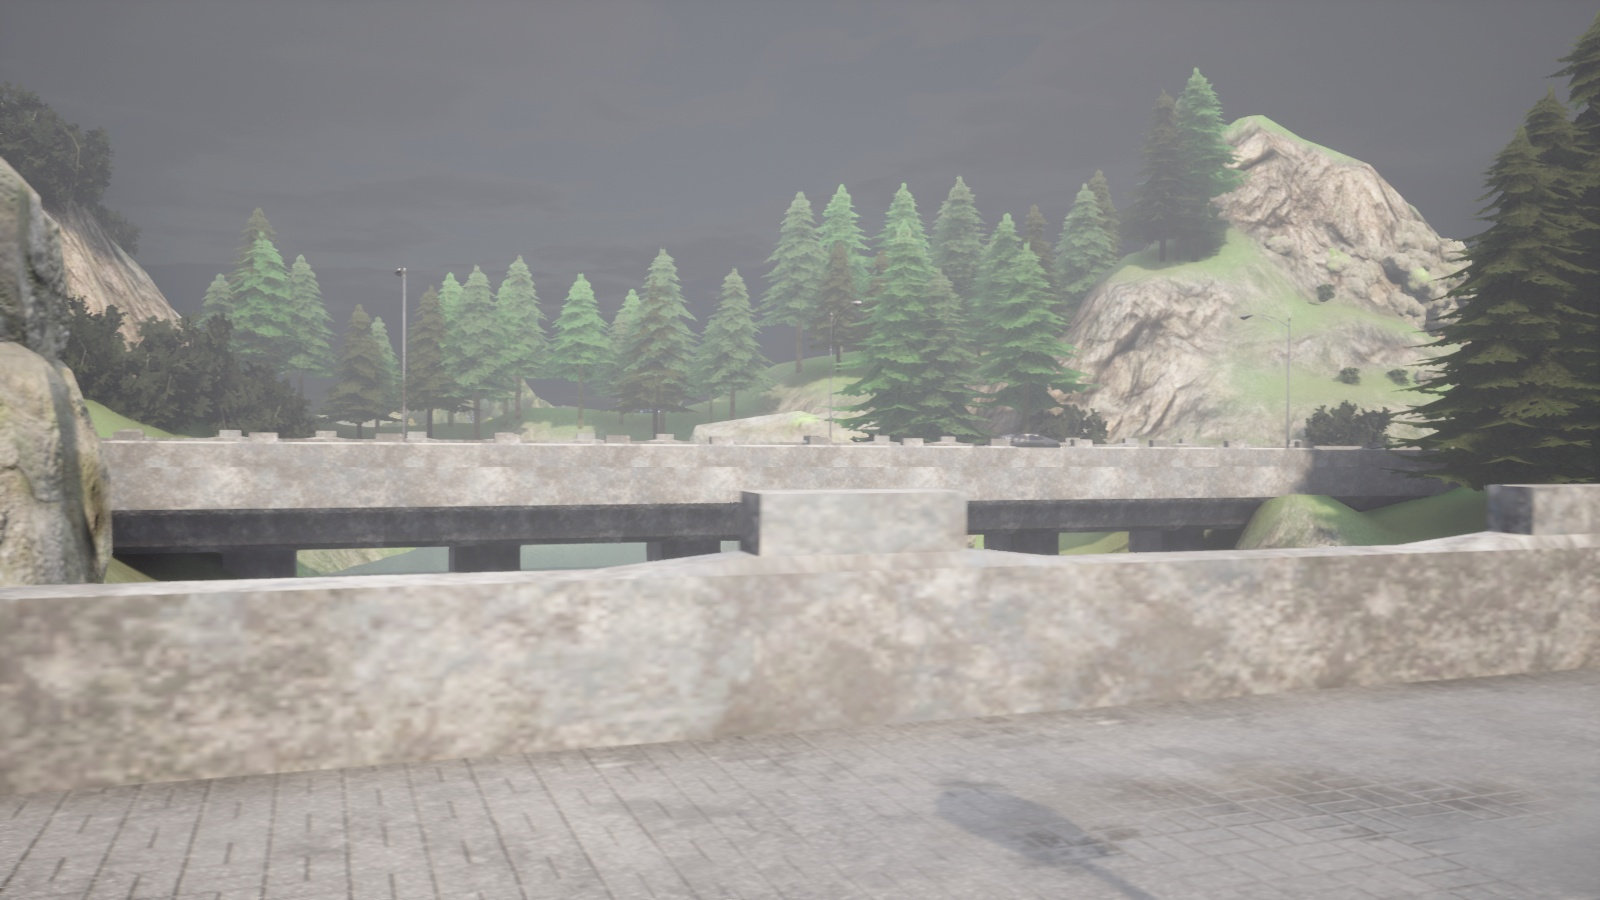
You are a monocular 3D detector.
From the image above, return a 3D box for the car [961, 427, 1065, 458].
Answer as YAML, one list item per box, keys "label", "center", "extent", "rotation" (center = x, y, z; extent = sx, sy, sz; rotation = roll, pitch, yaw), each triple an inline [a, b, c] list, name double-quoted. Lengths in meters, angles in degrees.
- label: "car"
  center: [11.043, -0.427, 65.211]
  extent: [4.902, 1.511, 2.128]
  rotation: [-1, 1, -21]
